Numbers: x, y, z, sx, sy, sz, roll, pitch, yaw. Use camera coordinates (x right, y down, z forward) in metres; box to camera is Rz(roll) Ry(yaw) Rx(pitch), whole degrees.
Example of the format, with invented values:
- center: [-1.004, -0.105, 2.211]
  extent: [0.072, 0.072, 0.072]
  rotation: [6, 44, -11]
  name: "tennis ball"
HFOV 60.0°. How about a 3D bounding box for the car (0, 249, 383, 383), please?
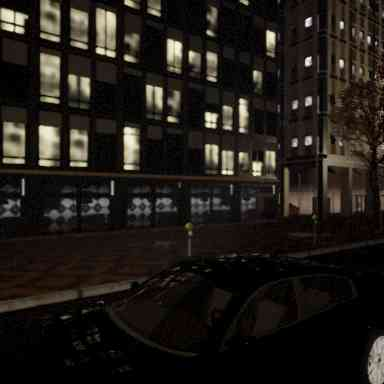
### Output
- center: [0.407, 1.479, 3.670]
  extent: [5.008, 1.535, 1.882]
  rotation: [0, 0, -35]
  name: "car"
